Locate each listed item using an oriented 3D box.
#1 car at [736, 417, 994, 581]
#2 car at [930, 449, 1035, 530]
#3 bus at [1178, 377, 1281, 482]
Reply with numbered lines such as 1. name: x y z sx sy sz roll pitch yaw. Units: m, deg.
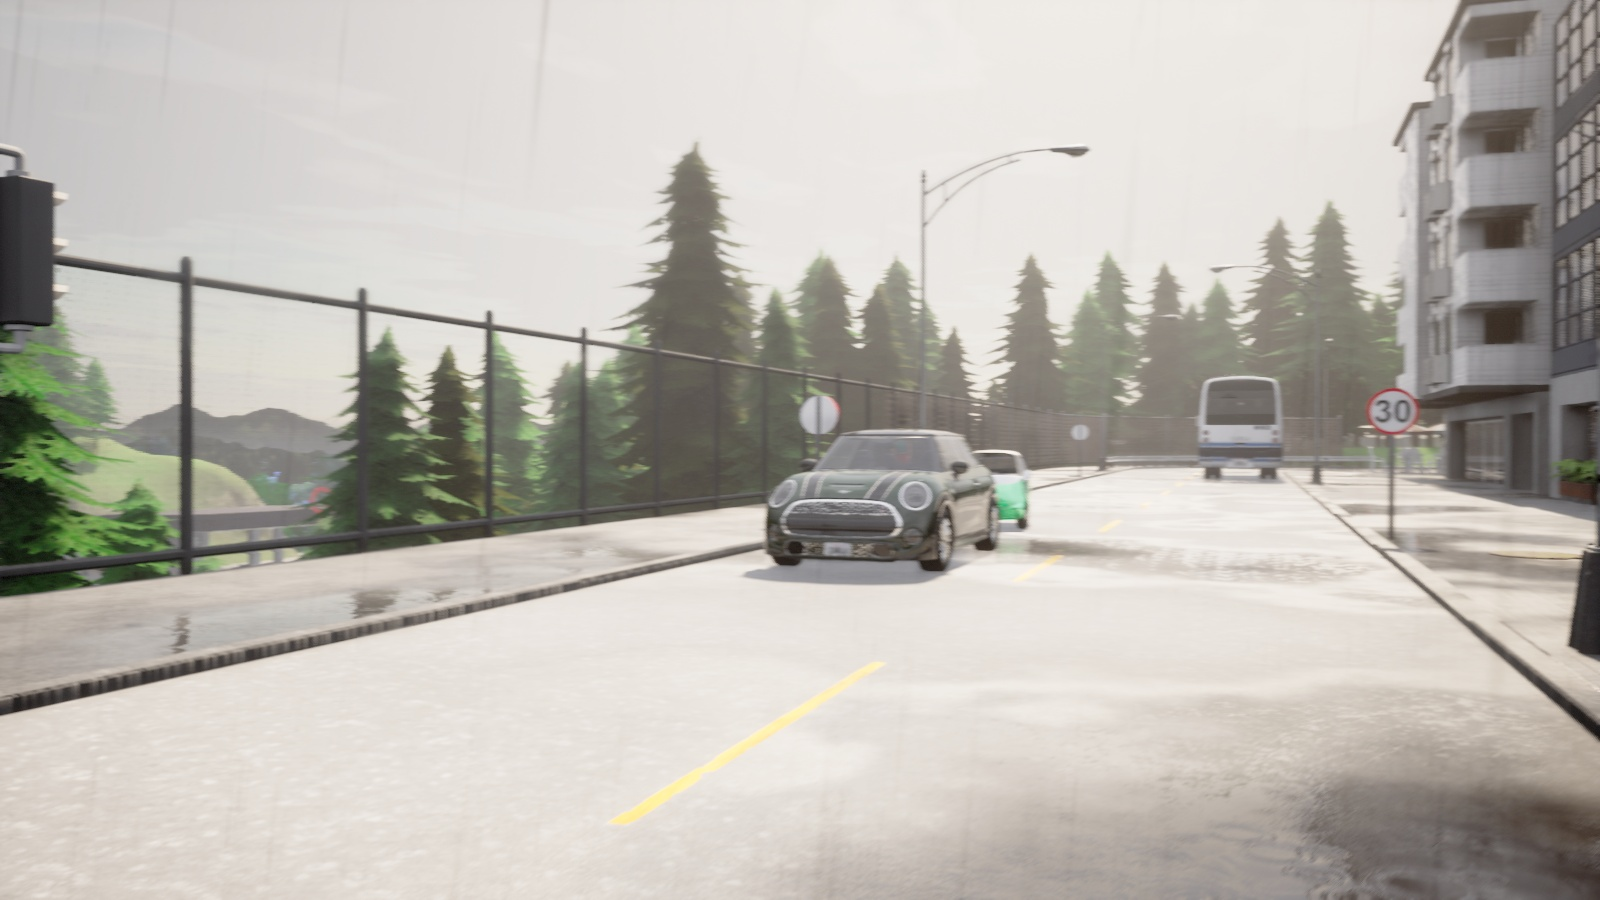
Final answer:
1. car: 1.013 0.514 16.000 2.097 1.767 4.553 0 0 19
2. car: 3.340 0.682 22.701 1.481 1.376 2.207 0 0 19
3. bus: 19.286 -0.874 56.383 3.944 4.253 10.273 0 0 19
